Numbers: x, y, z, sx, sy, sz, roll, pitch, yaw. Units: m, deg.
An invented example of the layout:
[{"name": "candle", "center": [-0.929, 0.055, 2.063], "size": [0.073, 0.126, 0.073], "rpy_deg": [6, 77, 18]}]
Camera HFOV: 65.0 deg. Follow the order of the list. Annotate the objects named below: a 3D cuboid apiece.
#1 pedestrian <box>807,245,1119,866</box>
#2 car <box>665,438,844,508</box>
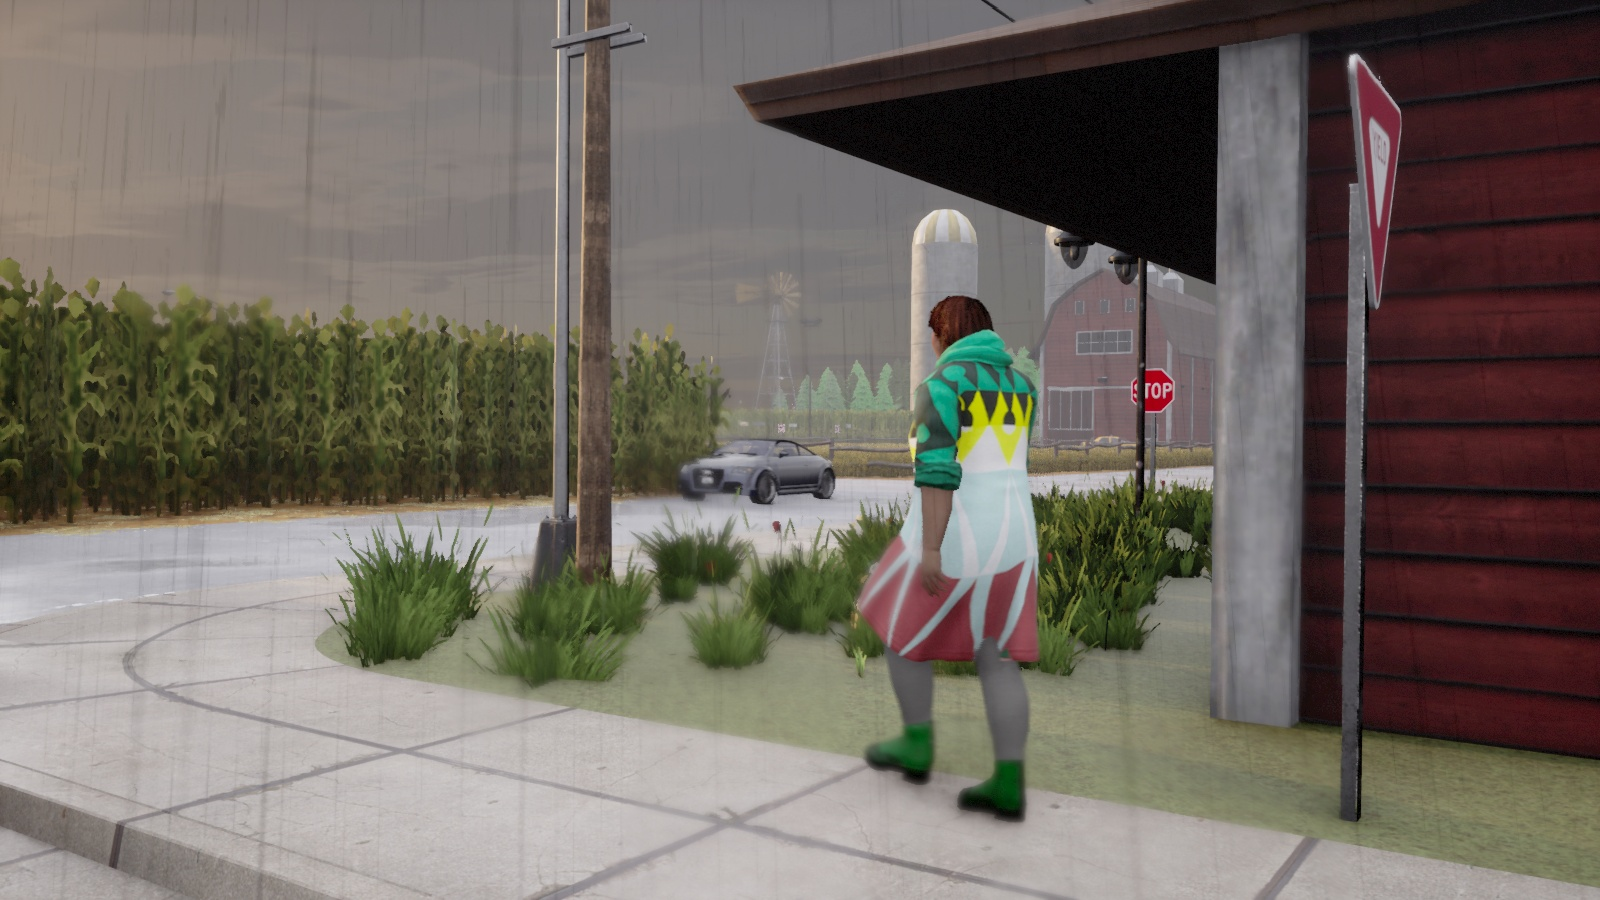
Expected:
[{"name": "pedestrian", "center": [0.571, 0.327, 4.487], "size": [0.659, 1.952, 0.873], "rpy_deg": [-1, 1, -41]}, {"name": "car", "center": [-0.911, 0.453, 27.627], "size": [1.994, 1.385, 4.181], "rpy_deg": [0, 1, 31]}]
